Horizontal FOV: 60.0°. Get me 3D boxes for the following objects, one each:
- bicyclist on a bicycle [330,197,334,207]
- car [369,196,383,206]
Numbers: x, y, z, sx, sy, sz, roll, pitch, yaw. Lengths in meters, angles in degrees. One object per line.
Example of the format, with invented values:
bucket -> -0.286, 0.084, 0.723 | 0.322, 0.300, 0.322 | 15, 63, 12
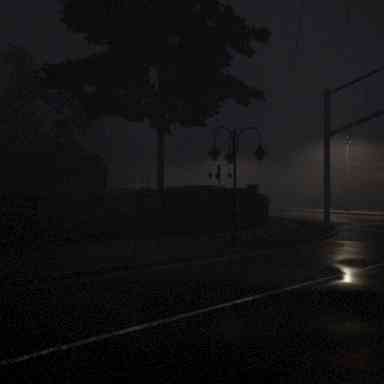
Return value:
bicyclist on a bicycle -> 20.837, 1.430, 50.104 | 1.656, 1.620, 0.582 | -6, -7, -37
car -> 28.414, 1.295, 48.461 | 2.242, 1.667, 4.611 | 0, 0, -35
